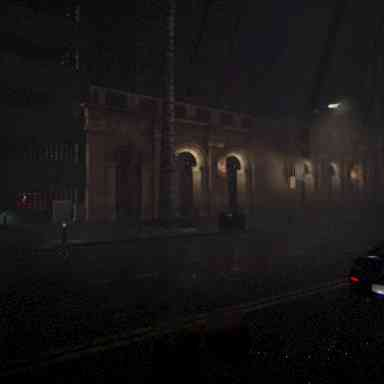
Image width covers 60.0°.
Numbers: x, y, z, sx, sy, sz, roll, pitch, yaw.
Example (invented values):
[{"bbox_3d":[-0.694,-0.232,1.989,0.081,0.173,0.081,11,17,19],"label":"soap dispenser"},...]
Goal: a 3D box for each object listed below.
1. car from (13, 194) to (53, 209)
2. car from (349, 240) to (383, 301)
[{"bbox_3d":[-14.400,1.153,28.236,5.566,2.045,2.435,1,0,-34],"label":"car"},{"bbox_3d":[5.293,1.604,7.282,4.674,1.442,1.812,1,0,-34],"label":"car"}]
